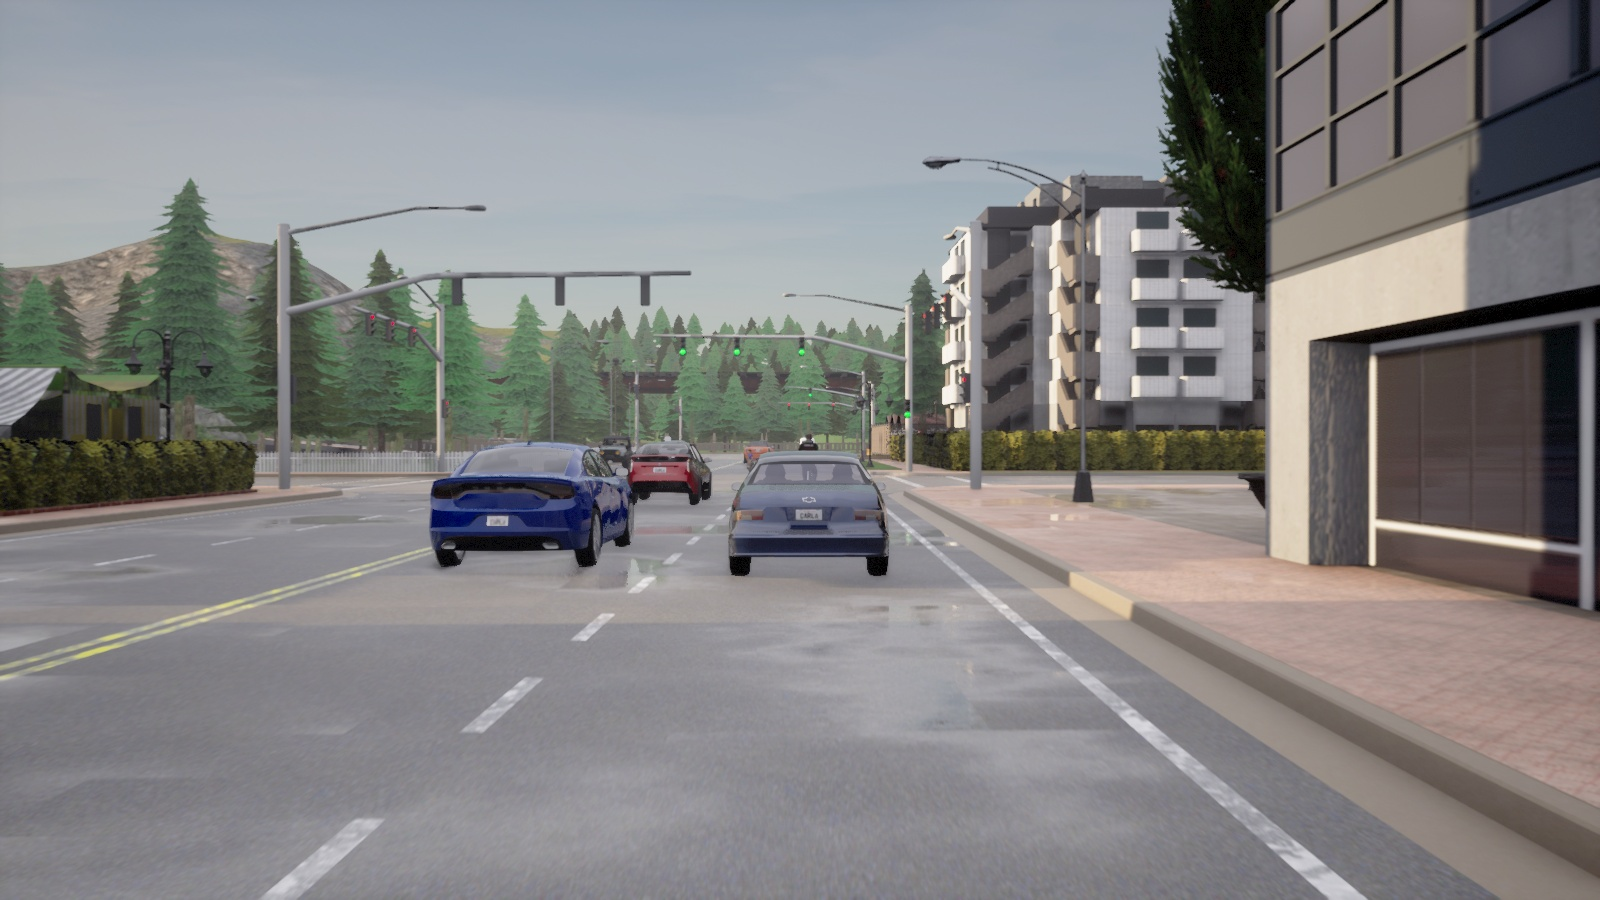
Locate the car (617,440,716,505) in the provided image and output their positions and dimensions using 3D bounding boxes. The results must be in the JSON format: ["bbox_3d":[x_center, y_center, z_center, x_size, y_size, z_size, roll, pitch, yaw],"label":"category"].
[{"bbox_3d":[-3.304,0.511,31.855,2.007,1.525,4.514,0,0,0],"label":"car"}]

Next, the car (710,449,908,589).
[{"bbox_3d":[0.104,0.706,15.571,2.033,1.411,5.357,0,0,0],"label":"car"}]

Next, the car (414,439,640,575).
[{"bbox_3d":[-3.391,0.628,16.623,1.882,1.535,5.008,0,0,0],"label":"car"}]

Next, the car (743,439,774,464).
[{"bbox_3d":[-2.966,0.087,91.445,2.097,1.767,4.553,0,0,0],"label":"car"}]

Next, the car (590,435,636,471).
[{"bbox_3d":[-10.098,0.150,68.197,1.905,1.878,3.866,0,0,0],"label":"car"}]
